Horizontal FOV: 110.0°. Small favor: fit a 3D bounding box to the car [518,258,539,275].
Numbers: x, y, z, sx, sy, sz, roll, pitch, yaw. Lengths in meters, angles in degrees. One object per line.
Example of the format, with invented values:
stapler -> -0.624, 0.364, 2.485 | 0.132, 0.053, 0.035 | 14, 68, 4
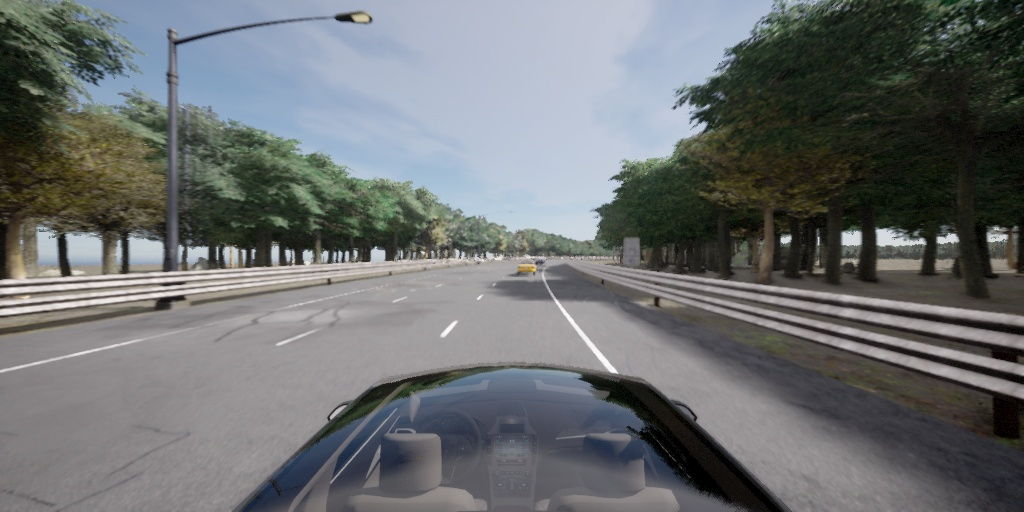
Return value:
car -> 1.603, 1.080, 37.451 | 1.801, 1.575, 5.366 | 0, 0, 5
